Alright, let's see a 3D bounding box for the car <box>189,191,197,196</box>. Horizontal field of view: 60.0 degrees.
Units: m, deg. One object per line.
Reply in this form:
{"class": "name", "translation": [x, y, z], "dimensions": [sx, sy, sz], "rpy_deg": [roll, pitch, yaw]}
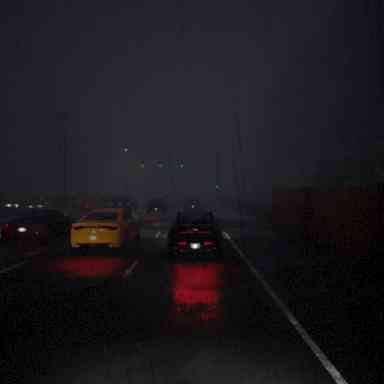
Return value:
{"class": "car", "translation": [0.240, 0.870, 83.451], "dimensions": [1.994, 1.385, 4.181], "rpy_deg": [0, 1, 0]}

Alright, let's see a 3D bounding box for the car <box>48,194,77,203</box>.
{"class": "car", "translation": [-20.988, 1.069, 54.252], "dimensions": [2.097, 1.767, 4.553], "rpy_deg": [0, 1, 0]}

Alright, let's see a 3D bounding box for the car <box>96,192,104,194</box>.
{"class": "car", "translation": [-20.833, 0.840, 74.327], "dimensions": [2.097, 1.767, 4.553], "rpy_deg": [0, 1, 0]}

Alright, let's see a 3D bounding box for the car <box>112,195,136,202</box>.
{"class": "car", "translation": [-6.896, 1.200, 33.973], "dimensions": [2.097, 1.767, 4.553], "rpy_deg": [0, 0, 0]}

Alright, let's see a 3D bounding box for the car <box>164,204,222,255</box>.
{"class": "car", "translation": [0.102, 1.446, 12.994], "dimensions": [1.837, 1.490, 4.892], "rpy_deg": [0, 0, 0]}

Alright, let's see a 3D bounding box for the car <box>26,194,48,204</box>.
{"class": "car", "translation": [-24.488, 1.068, 54.269], "dimensions": [2.097, 1.767, 4.553], "rpy_deg": [0, 1, 0]}

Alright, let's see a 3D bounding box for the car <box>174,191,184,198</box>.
{"class": "car", "translation": [-3.260, 0.673, 83.444], "dimensions": [2.097, 1.767, 4.553], "rpy_deg": [0, 1, 0]}

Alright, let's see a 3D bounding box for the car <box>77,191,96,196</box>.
{"class": "car", "translation": [-20.913, 0.846, 64.134], "dimensions": [2.150, 2.045, 5.566], "rpy_deg": [0, 1, 0]}

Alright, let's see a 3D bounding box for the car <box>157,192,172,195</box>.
{"class": "car", "translation": [-6.763, 0.846, 83.089], "dimensions": [2.128, 1.511, 4.902], "rpy_deg": [0, 1, 0]}

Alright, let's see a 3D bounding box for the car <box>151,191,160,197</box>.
{"class": "car", "translation": [-10.181, 0.542, 93.536], "dimensions": [1.882, 1.535, 5.008], "rpy_deg": [0, 1, 0]}

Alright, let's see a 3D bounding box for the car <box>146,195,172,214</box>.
{"class": "car", "translation": [-3.397, 1.354, 33.746], "dimensions": [1.837, 1.490, 4.892], "rpy_deg": [0, 0, 0]}

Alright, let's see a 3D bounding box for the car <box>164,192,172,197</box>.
{"class": "car", "translation": [-6.681, 0.617, 93.510], "dimensions": [1.994, 1.385, 4.181], "rpy_deg": [0, 1, 0]}

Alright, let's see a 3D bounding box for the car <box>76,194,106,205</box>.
{"class": "car", "translation": [-10.396, 1.318, 35.586], "dimensions": [1.882, 1.535, 5.008], "rpy_deg": [0, 0, 0]}

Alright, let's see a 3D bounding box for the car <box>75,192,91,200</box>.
{"class": "car", "translation": [-24.334, 0.842, 74.192], "dimensions": [2.097, 1.767, 4.553], "rpy_deg": [0, 1, 0]}

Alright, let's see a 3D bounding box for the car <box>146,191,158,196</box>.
{"class": "car", "translation": [-10.263, 0.799, 83.120], "dimensions": [1.882, 1.535, 5.008], "rpy_deg": [0, 1, 0]}

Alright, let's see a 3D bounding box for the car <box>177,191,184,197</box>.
{"class": "car", "translation": [-3.181, 0.543, 93.481], "dimensions": [1.882, 1.535, 5.008], "rpy_deg": [0, 1, 0]}

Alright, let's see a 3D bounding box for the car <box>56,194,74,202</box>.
{"class": "car", "translation": [-24.414, 1.187, 64.129], "dimensions": [1.994, 1.385, 4.181], "rpy_deg": [0, 1, 0]}

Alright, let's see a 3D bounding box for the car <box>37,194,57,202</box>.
{"class": "car", "translation": [-27.912, 1.179, 64.322], "dimensions": [1.994, 1.385, 4.181], "rpy_deg": [0, 1, 0]}

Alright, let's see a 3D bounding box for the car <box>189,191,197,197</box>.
{"class": "car", "translation": [0.319, 0.590, 93.454], "dimensions": [2.128, 1.511, 4.902], "rpy_deg": [0, 1, 0]}

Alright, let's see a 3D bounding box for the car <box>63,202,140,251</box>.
{"class": "car", "translation": [-3.398, 1.415, 13.895], "dimensions": [1.882, 1.535, 5.008], "rpy_deg": [0, 0, 0]}

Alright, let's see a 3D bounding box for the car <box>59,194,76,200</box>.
{"class": "car", "translation": [-27.832, 1.079, 74.412], "dimensions": [1.895, 1.301, 4.718], "rpy_deg": [0, 1, 0]}

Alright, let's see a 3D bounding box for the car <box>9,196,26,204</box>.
{"class": "car", "translation": [-27.988, 1.280, 54.258], "dimensions": [1.994, 1.385, 4.181], "rpy_deg": [0, 1, 0]}

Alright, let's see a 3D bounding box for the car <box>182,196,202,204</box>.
{"class": "car", "translation": [0.104, 1.406, 35.182], "dimensions": [1.994, 1.385, 4.181], "rpy_deg": [0, 0, 0]}

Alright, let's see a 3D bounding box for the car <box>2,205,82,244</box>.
{"class": "car", "translation": [-6.897, 1.495, 15.507], "dimensions": [1.994, 1.385, 4.181], "rpy_deg": [0, 0, 0]}
